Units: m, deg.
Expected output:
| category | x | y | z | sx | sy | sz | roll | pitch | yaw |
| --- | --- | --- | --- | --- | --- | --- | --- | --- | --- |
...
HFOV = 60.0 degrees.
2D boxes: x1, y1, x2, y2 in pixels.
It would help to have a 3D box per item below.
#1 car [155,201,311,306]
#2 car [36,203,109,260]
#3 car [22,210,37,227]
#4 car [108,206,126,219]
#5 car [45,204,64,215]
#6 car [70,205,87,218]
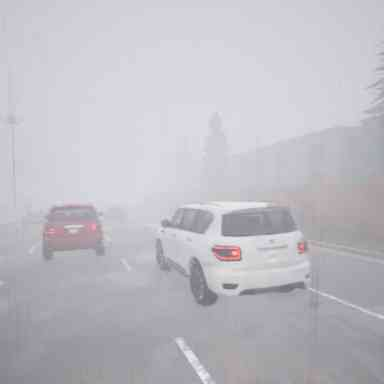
| category | x | y | z | sx | sy | sz | roll | pitch | yaw |
| --- | --- | --- | --- | --- | --- | --- | --- | --- | --- |
| car | 0.600 | 1.258 | 8.493 | 2.150 | 2.045 | 5.566 | -2 | 0 | -19 |
| car | -4.994 | 1.500 | 14.176 | 2.150 | 2.045 | 5.566 | -2 | 0 | -19 |
| car | -13.933 | 2.272 | 29.866 | 1.994 | 1.385 | 4.181 | -2 | 0 | -19 |
| car | -7.972 | 2.083 | 34.095 | 1.994 | 1.385 | 4.181 | -2 | 0 | -19 |
| car | -20.684 | 2.580 | 50.138 | 2.128 | 1.511 | 4.902 | -2 | 0 | -18 |
| car | -14.351 | 2.406 | 42.117 | 1.895 | 1.301 | 4.718 | -2 | 0 | -19 |
